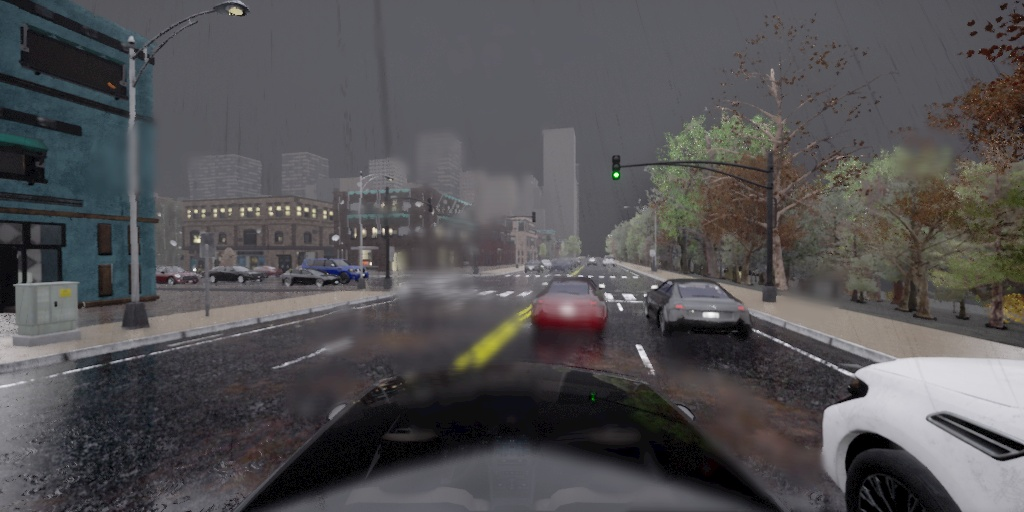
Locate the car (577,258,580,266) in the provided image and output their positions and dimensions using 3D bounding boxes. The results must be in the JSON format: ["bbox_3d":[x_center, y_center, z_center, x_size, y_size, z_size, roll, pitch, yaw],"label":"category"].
[{"bbox_3d":[9.924,1.264,60.358,1.837,1.490,4.892,0,0,13],"label":"car"}]

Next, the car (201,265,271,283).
[{"bbox_3d":[-24.426,1.578,31.745,5.008,1.535,1.882,-1,0,13],"label":"car"}]

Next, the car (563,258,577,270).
[{"bbox_3d":[7.644,1.112,50.644,2.097,1.767,4.553,0,0,13],"label":"car"}]

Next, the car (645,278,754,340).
[{"bbox_3d":[5.001,1.317,10.136,1.994,1.385,4.181,0,0,13],"label":"car"}]

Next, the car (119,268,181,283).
[{"bbox_3d":[-34.355,1.817,34.077,4.718,1.301,1.895,-1,0,13],"label":"car"}]

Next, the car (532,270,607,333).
[{"bbox_3d":[1.848,1.317,10.914,1.994,1.385,4.181,0,0,13],"label":"car"}]

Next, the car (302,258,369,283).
[{"bbox_3d":[-14.631,1.207,29.451,5.566,2.045,2.150,-1,0,13],"label":"car"}]

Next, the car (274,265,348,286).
[{"bbox_3d":[-14.961,1.574,26.749,4.313,1.339,1.948,0,0,13],"label":"car"}]

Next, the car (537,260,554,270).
[{"bbox_3d":[5.088,1.286,53.992,1.812,1.442,4.674,0,0,13],"label":"car"}]

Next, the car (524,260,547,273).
[{"bbox_3d":[2.778,1.251,44.083,2.128,1.511,4.902,0,0,13],"label":"car"}]

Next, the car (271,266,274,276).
[{"bbox_3d":[-26.538,1.667,38.190,4.207,1.307,1.802,0,0,13],"label":"car"}]

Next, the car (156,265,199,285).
[{"bbox_3d":[-28.445,1.605,30.029,4.097,1.591,1.967,0,0,13],"label":"car"}]

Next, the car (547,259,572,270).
[{"bbox_3d":[5.582,1.360,41.807,1.895,1.301,4.718,0,0,13],"label":"car"}]
